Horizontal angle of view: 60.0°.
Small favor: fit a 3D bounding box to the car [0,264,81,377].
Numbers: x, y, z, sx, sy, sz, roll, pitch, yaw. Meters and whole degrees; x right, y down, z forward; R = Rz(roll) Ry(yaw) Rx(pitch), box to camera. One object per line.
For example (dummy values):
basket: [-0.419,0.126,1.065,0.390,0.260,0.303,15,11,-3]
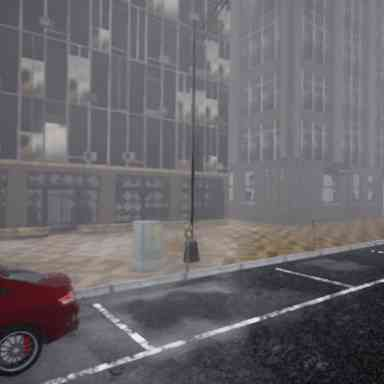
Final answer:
car: [-3.539,1.579,4.026,4.206,1.307,1.802,0,0,-35]
